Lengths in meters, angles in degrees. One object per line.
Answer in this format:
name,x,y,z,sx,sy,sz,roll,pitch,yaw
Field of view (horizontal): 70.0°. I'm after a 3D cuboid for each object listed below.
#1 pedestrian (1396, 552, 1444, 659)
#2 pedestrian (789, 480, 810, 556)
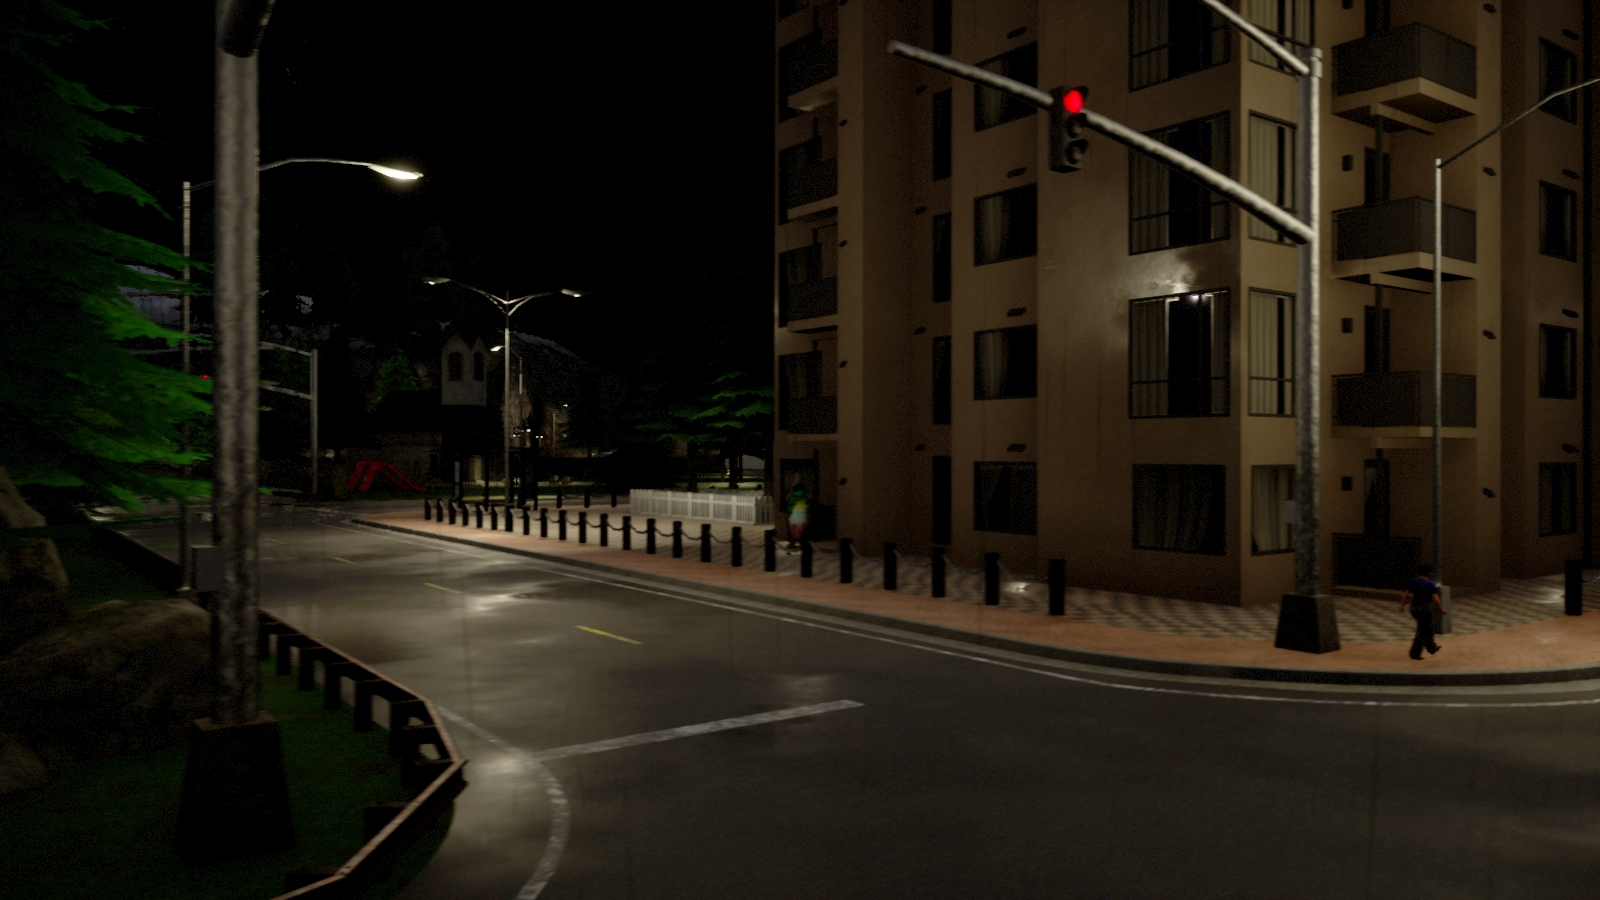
pedestrian,7.897,1.974,14.554,0.375,1.300,0.375,0,0,-20
pedestrian,-0.009,1.692,28.520,0.375,1.860,0.375,0,0,-38
